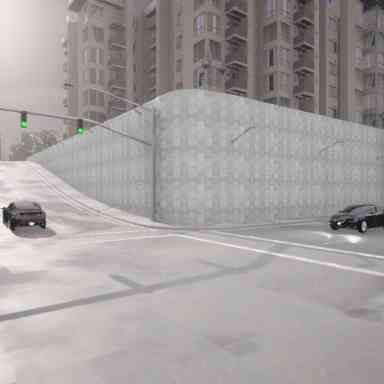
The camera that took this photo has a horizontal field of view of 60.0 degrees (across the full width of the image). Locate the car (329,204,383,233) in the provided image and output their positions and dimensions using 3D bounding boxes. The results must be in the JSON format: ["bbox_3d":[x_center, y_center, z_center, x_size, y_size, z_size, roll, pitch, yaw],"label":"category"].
[{"bbox_3d":[10.106,1.505,19.803,4.892,1.490,1.837,0,0,-36],"label":"car"}]

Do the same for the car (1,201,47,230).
[{"bbox_3d":[-10.055,1.301,19.882,1.837,1.490,4.892,0,3,-36],"label":"car"}]
